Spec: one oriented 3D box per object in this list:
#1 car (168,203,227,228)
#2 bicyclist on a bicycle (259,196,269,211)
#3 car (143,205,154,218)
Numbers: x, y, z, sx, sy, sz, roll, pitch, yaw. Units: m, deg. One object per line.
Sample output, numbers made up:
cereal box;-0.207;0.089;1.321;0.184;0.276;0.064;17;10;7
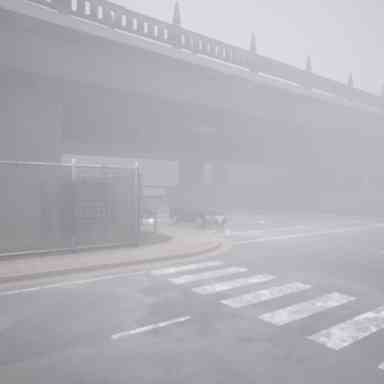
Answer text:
car;0.284;1.483;22.194;2.128;1.511;4.902;0;0;-36
bicyclist on a bicycle;7.903;1.283;36.371;1.656;1.620;0.582;0;0;-36
car;-5.432;1.539;30.094;2.033;1.411;5.357;0;0;-36
